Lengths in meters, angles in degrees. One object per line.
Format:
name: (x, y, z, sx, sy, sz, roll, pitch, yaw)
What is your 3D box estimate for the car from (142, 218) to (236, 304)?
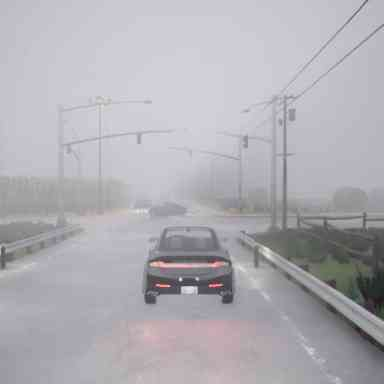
car: (-0.091, 1.609, 8.377, 2.128, 1.511, 4.902, 0, -2, -1)

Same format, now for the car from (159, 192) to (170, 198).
car: (-5.636, 0.786, 67.543, 2.097, 1.767, 4.553, 0, 1, -5)

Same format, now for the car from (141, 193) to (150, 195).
car: (-7.389, 1.254, 51.452, 1.812, 1.442, 4.674, 0, 1, -7)

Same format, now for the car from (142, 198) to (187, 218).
car: (-2.242, 1.624, 31.250, 1.812, 1.442, 4.674, 2, 2, 31)

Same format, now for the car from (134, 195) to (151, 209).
car: (-6.324, 1.450, 42.854, 1.994, 1.385, 4.181, 0, 1, -7)
